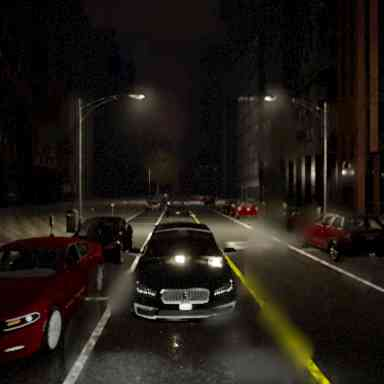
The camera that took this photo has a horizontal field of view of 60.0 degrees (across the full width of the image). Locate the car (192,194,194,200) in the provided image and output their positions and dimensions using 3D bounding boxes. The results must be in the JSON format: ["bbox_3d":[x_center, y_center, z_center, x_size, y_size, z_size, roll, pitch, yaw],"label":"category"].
[{"bbox_3d":[1.595,1.565,86.064,1.752,1.417,4.829,0,0,-3],"label":"car"}]

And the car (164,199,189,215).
[{"bbox_3d":[-1.288,1.572,30.004,1.994,1.385,4.181,0,0,-3],"label":"car"}]

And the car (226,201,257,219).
[{"bbox_3d":[4.523,1.450,29.193,1.967,1.590,4.097,0,0,-3],"label":"car"}]

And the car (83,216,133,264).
[{"bbox_3d":[-3.115,1.567,11.740,1.947,1.339,4.313,0,0,-3],"label":"car"}]

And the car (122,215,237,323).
[{"bbox_3d":[-0.232,1.506,7.517,1.837,1.490,4.892,0,0,-3],"label":"car"}]

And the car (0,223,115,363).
[{"bbox_3d":[-2.823,1.545,6.069,1.887,1.381,4.507,0,0,-3],"label":"car"}]

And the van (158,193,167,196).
[{"bbox_3d":[-5.158,1.358,51.429,1.690,1.788,3.998,0,0,-3],"label":"van"}]

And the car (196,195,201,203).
[{"bbox_3d":[2.480,1.579,68.884,2.008,1.369,4.403,0,0,-3],"label":"car"}]

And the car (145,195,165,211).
[{"bbox_3d":[-4.574,1.452,40.089,1.967,1.590,4.097,0,0,-3],"label":"car"}]

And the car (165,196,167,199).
[{"bbox_3d":[-4.866,1.565,45.759,2.008,1.369,4.403,0,0,-3],"label":"car"}]

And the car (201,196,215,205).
[{"bbox_3d":[3.063,1.605,57.544,1.802,1.307,4.206,0,0,-3],"label":"car"}]

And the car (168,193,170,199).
[{"bbox_3d":[-5.742,1.338,62.769,2.192,1.841,5.009,0,0,-3],"label":"car"}]

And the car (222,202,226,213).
[{"bbox_3d":[4.231,1.578,34.863,1.947,1.339,4.313,0,0,-3],"label":"car"}]

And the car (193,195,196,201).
[{"bbox_3d":[1.896,1.617,80.224,1.802,1.307,4.206,0,0,-3],"label":"car"}]

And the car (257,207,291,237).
[{"bbox_3d":[5.107,1.572,17.853,1.947,1.339,4.313,0,0,-3],"label":"car"}]

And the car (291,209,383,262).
[{"bbox_3d":[5.399,1.444,12.182,1.967,1.590,4.097,0,0,-3],"label":"car"}]
